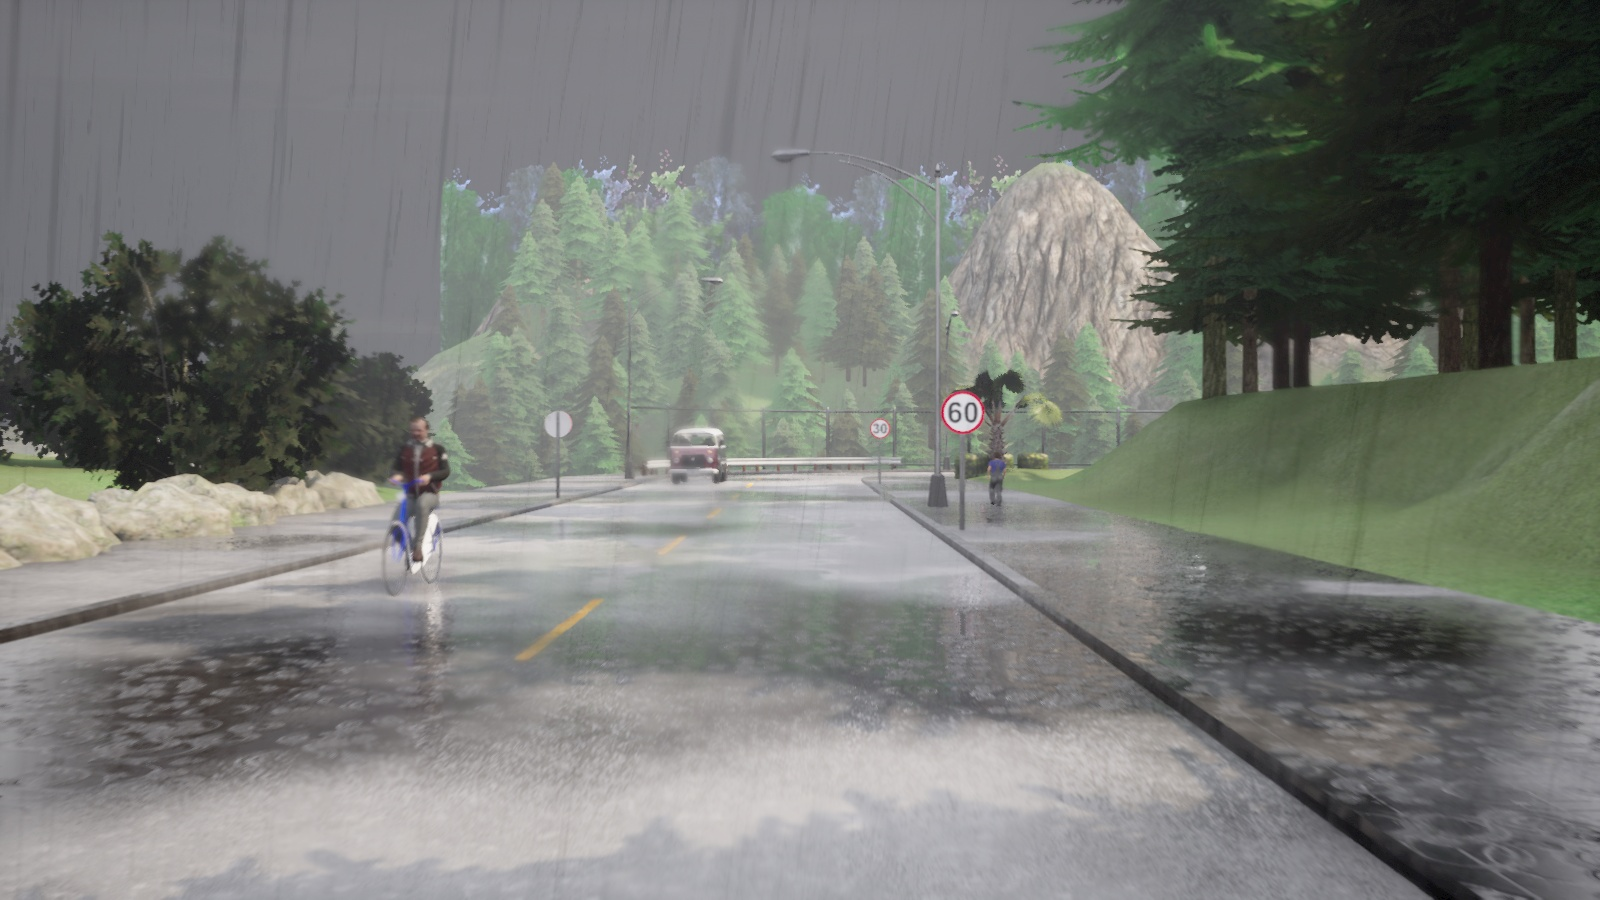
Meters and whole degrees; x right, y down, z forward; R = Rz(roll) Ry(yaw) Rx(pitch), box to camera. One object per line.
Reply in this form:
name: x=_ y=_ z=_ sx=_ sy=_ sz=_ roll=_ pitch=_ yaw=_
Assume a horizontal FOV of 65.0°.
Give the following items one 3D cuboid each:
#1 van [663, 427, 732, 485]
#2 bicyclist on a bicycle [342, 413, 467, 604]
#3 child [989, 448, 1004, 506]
van: x=-3.708 y=0.207 z=46.124 sx=2.069 sy=2.038 sz=4.480 roll=0 pitch=0 yaw=1
bicyclist on a bicycle: x=-3.913 y=0.543 z=12.579 sx=0.659 sy=1.776 sz=1.843 roll=0 pitch=0 yaw=0
child: x=4.314 y=0.585 z=27.547 sx=0.270 sy=1.263 sz=0.437 roll=0 pitch=0 yaw=2
